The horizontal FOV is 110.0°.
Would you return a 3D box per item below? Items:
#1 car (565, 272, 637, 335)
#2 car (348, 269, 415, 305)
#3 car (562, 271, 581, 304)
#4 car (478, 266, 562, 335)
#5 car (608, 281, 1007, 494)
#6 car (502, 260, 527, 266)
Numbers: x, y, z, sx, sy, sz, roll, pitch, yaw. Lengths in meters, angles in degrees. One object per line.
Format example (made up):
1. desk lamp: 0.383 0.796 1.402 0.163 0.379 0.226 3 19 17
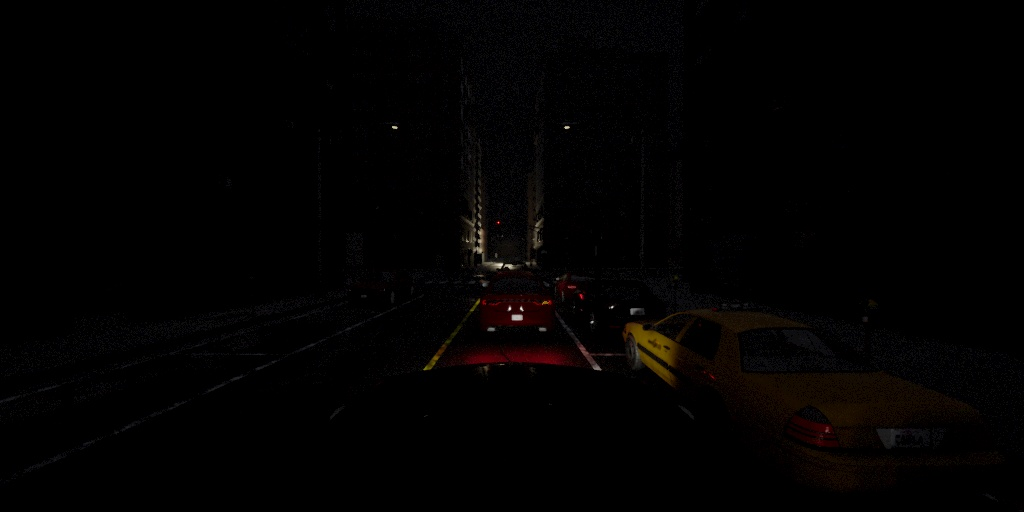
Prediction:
1. car: 2.895 1.313 10.305 1.948 1.339 4.313 0 0 0
2. car: -5.636 1.291 15.911 1.888 1.381 4.507 0 0 0
3. car: 2.910 1.327 15.891 1.802 1.307 4.207 0 0 0
4. car: 0.118 1.225 10.488 1.882 1.535 5.008 0 0 0
5. car: 2.880 1.274 4.889 1.751 1.417 4.829 0 0 0
6. car: 0.145 1.096 20.817 2.097 1.767 4.553 0 0 0
